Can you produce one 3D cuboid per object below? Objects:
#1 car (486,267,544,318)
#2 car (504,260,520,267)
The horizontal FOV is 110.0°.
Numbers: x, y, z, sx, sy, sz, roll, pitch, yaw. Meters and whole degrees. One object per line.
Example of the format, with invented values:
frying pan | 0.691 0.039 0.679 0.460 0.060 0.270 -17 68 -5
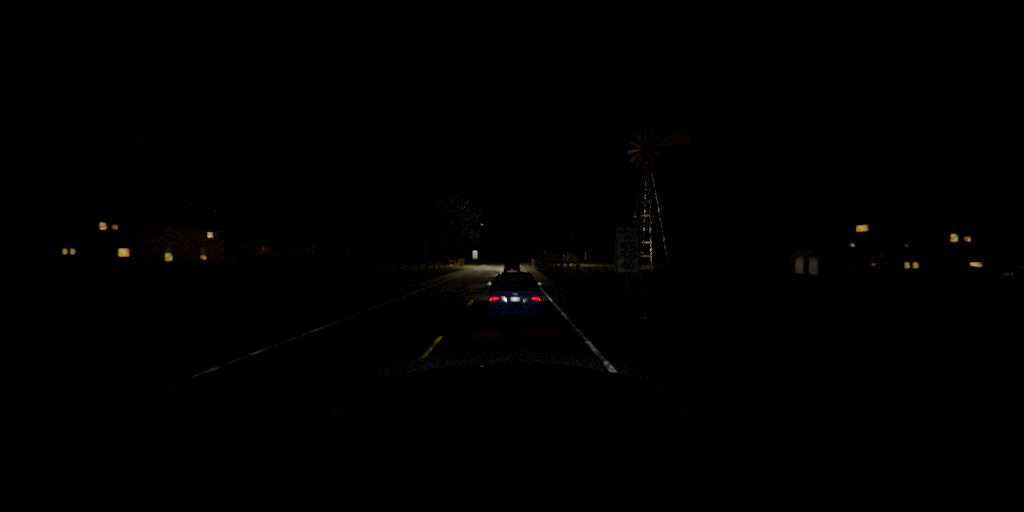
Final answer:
car | 0.098 1.278 12.766 2.033 1.411 5.357 0 0 0
car | -0.006 1.203 42.065 1.812 1.442 4.674 0 0 0
